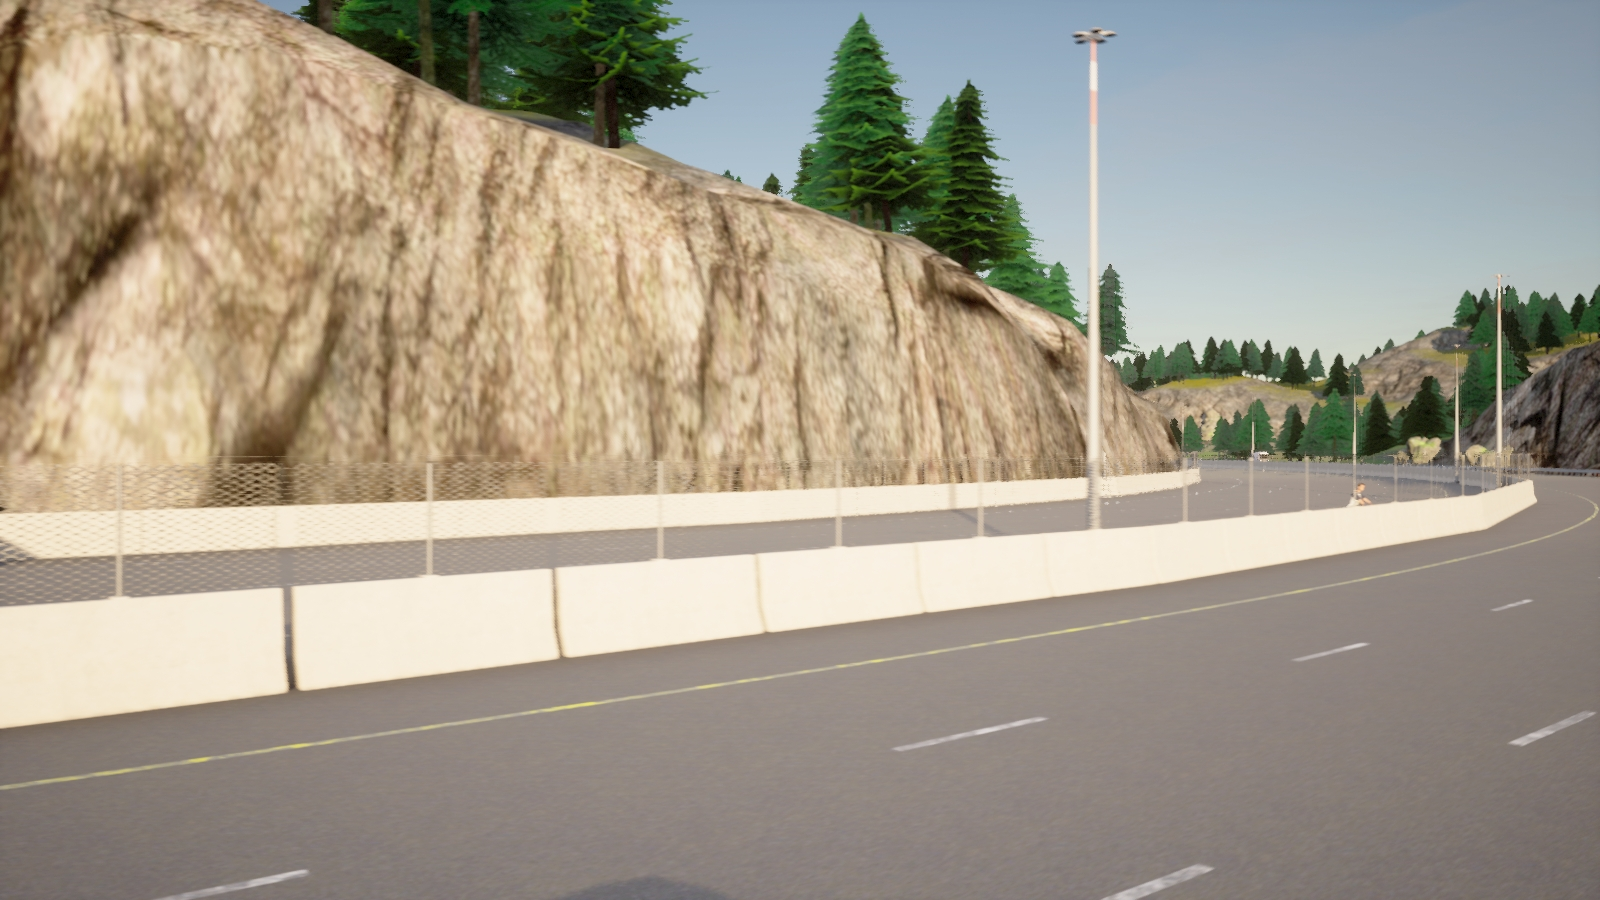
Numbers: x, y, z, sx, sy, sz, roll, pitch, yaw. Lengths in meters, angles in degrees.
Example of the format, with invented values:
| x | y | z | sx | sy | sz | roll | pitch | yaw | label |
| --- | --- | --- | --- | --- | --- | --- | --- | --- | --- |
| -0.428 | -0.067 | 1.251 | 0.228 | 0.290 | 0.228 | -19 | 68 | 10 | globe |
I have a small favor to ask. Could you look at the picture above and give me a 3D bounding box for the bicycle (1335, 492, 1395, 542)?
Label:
| x | y | z | sx | sy | sz | roll | pitch | yaw | label |
| --- | --- | --- | --- | --- | --- | --- | --- | --- | --- |
| 17.504 | 2.068 | 35.413 | 0.373 | 1.514 | 1.643 | 6 | -6 | -42 | bicycle |
